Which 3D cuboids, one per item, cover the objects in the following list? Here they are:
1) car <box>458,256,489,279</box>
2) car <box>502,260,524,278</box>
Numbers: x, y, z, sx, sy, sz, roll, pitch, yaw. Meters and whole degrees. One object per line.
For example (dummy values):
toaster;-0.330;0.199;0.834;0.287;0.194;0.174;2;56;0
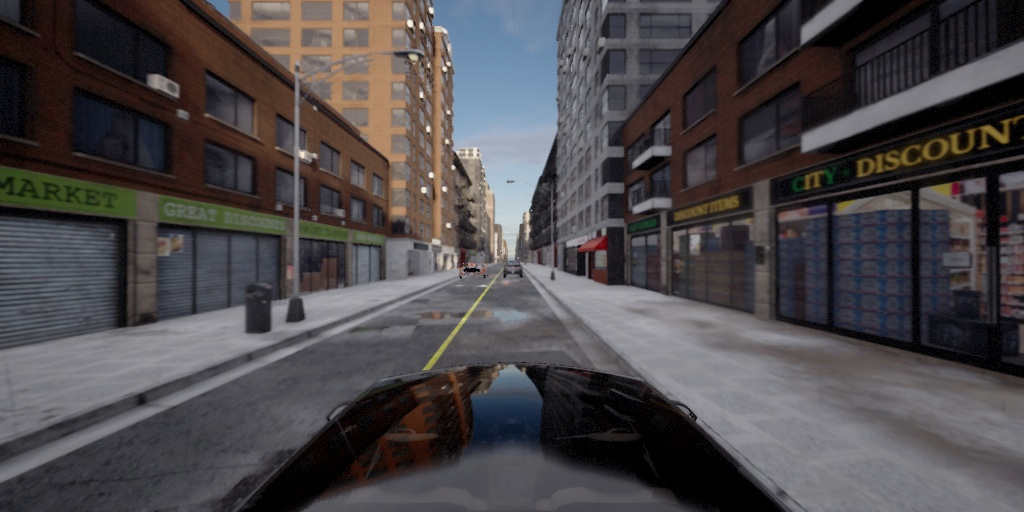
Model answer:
car;-3.000;0.770;28.775;2.097;1.767;4.553;0;0;0
car;0.099;1.258;34.442;2.128;1.511;4.902;0;0;0
